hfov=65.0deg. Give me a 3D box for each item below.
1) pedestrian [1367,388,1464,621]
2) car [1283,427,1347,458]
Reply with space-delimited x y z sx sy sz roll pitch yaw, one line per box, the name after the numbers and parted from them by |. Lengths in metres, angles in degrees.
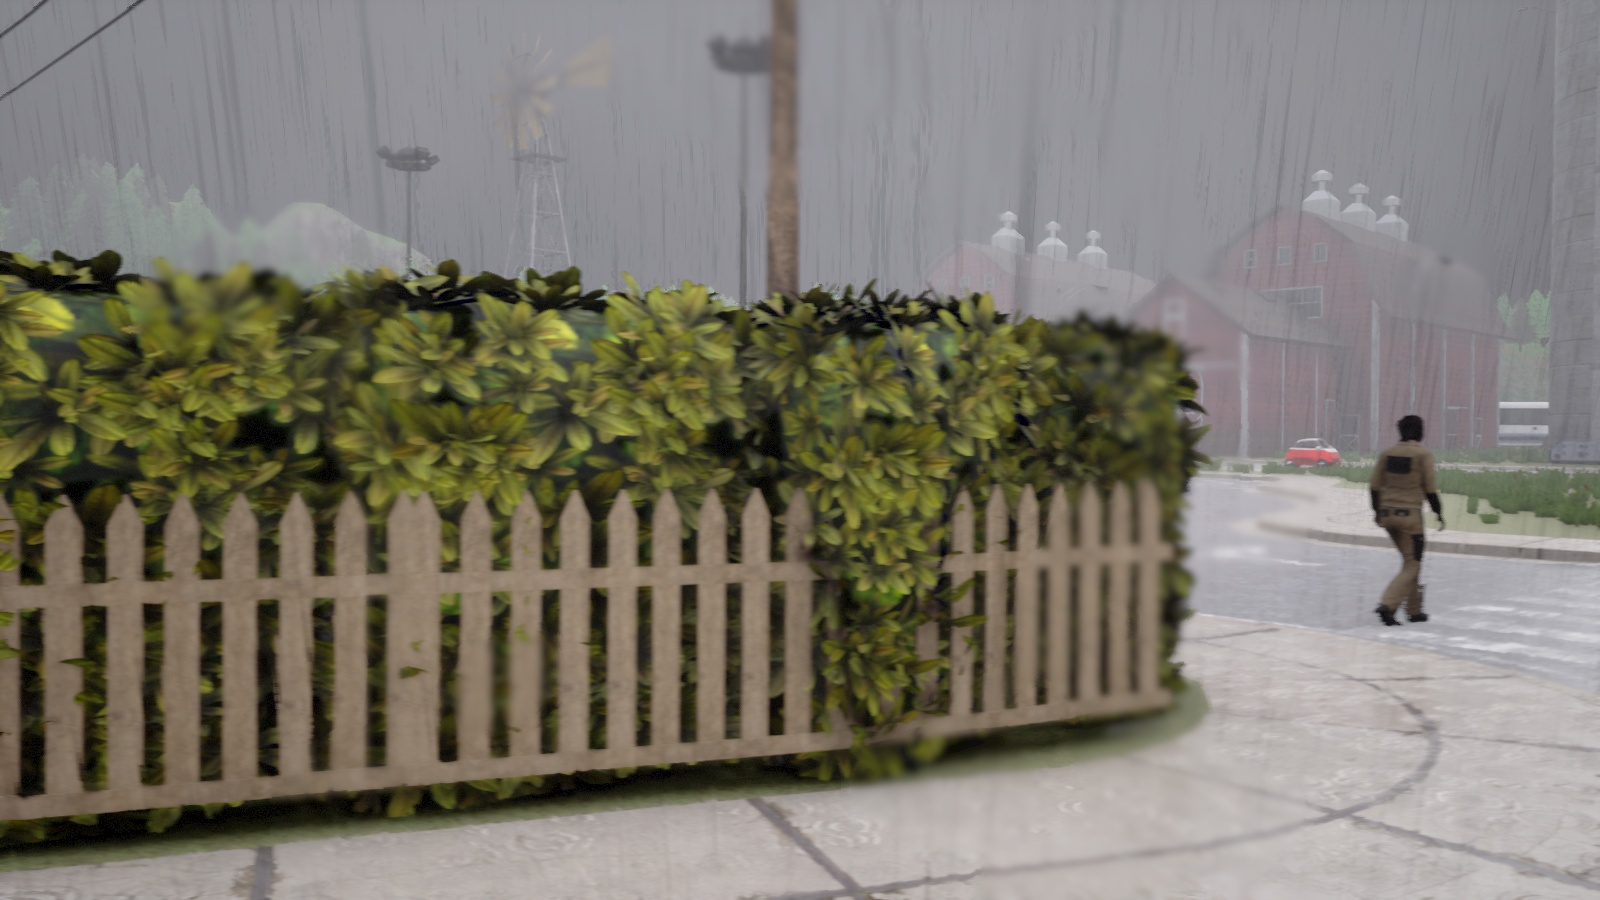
5.256 0.446 10.723 0.692 1.930 0.396 -1 1 -26 | pedestrian
22.954 -0.334 55.990 2.207 1.376 1.481 0 1 44 | car
